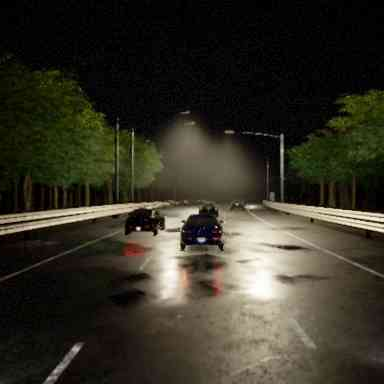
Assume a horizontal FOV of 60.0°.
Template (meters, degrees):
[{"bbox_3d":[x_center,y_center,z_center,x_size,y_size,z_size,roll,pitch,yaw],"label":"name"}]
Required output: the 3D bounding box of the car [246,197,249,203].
[{"bbox_3d":[12.676,2.545,83.961,1.837,1.490,4.892,0,-1,12],"label":"car"}]

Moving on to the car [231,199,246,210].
[{"bbox_3d":[7.489,2.047,54.985,2.097,1.767,4.553,0,-1,8],"label":"car"}]

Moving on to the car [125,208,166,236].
[{"bbox_3d":[-2.783,1.763,20.481,1.837,1.490,4.892,0,-1,3],"label":"car"}]

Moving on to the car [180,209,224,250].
[{"bbox_3d":[0.472,1.721,15.243,1.812,1.442,4.674,0,-1,2],"label":"car"}]

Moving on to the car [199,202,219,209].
[{"bbox_3d":[1.878,1.810,36.113,2.097,1.767,4.553,0,-1,5],"label":"car"}]
